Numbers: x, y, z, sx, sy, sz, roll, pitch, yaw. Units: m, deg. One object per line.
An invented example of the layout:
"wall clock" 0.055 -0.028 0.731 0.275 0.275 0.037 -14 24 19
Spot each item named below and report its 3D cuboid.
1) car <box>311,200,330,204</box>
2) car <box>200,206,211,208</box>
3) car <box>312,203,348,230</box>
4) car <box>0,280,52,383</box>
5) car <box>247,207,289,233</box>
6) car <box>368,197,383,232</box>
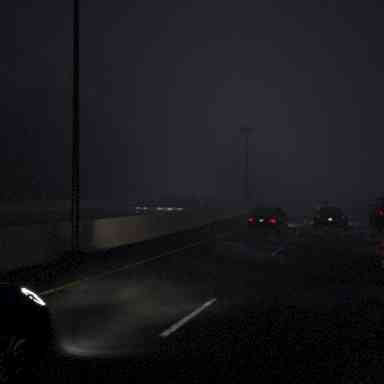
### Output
"car" 14.151 1.600 36.310 1.882 1.535 5.008 0 0 17
"car" 2.448 1.554 46.728 1.882 1.535 5.008 0 0 15
"car" 9.074 1.638 21.846 1.994 1.385 4.181 0 0 22
"car" -3.624 1.336 2.992 2.097 1.767 4.553 0 0 29
"car" 4.737 1.599 20.348 2.033 1.411 5.357 0 0 22
"car" 12.303 1.312 20.418 2.150 2.045 5.566 0 0 22
